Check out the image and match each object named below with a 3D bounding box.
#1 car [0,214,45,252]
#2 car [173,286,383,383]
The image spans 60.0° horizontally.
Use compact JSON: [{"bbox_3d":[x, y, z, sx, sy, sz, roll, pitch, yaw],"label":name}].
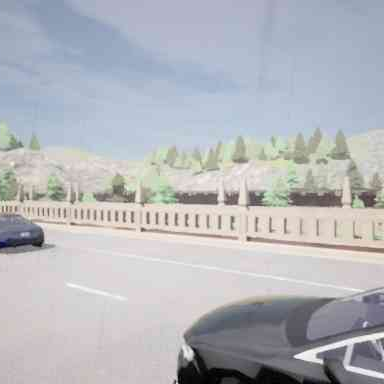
[{"bbox_3d":[-8.094,1.619,14.050,4.181,1.385,1.994,0,0,35],"label":"car"},{"bbox_3d":[2.070,1.491,2.516,4.902,1.511,2.128,0,0,35],"label":"car"}]
